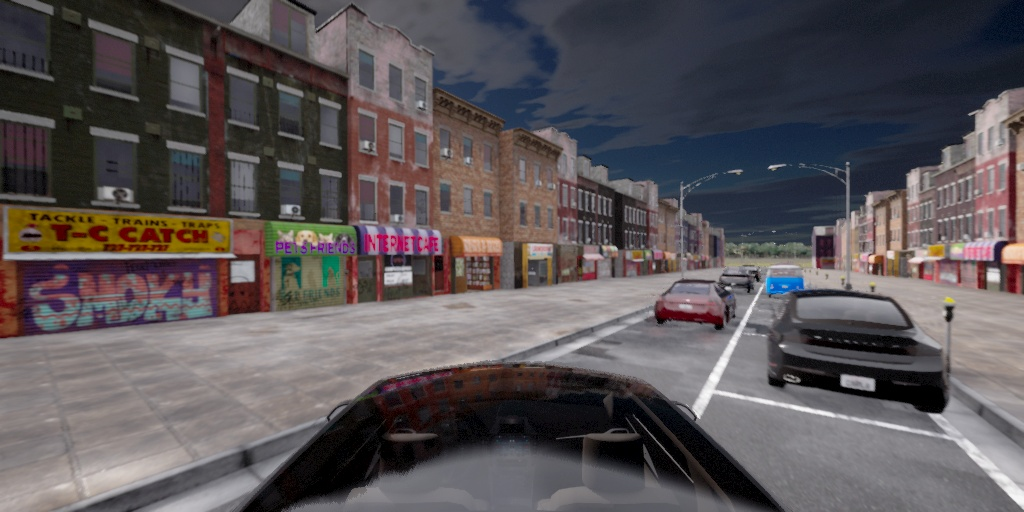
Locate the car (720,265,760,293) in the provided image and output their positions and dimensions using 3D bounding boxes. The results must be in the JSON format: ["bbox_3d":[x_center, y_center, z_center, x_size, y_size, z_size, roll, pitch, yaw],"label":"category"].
[{"bbox_3d":[15.354,1.604,24.497,2.128,1.511,4.902,0,-1,36],"label":"car"}]

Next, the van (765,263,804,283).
[{"bbox_3d":[15.347,1.402,20.196,1.690,1.789,3.998,0,0,36],"label":"van"}]

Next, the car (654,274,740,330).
[{"bbox_3d":[6.259,1.475,12.098,1.994,1.385,4.181,0,-1,36],"label":"car"}]

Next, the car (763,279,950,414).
[{"bbox_3d":[5.671,1.342,6.360,1.837,1.490,4.892,0,-1,36],"label":"car"}]
